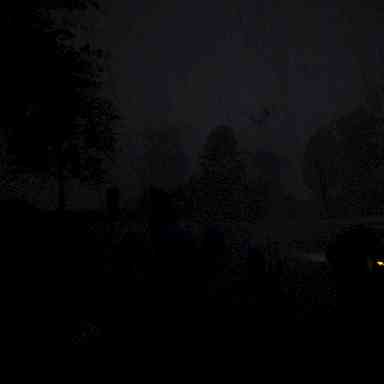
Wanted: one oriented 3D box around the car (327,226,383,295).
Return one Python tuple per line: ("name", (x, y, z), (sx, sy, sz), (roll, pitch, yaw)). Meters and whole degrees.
("car", (4.956, 1.607, 8.707), (1.812, 1.442, 4.674), (0, 0, 10))
